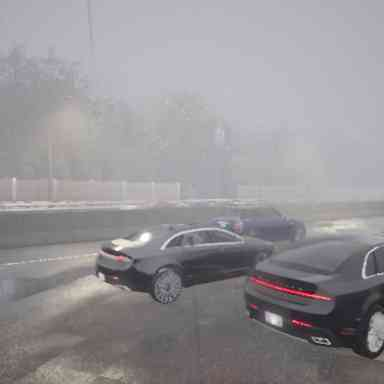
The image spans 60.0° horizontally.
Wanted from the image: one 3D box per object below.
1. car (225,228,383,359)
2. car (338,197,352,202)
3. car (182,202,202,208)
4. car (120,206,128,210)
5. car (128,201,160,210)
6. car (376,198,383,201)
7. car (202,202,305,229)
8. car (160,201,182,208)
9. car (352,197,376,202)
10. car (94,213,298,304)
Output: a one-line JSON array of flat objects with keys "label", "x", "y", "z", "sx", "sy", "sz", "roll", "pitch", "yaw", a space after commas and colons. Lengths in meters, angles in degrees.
[{"label": "car", "x": 3.089, "y": 1.513, "z": 6.046, "sx": 4.892, "sy": 1.490, "sz": 1.837, "roll": 0, "pitch": 0, "yaw": -36}, {"label": "car", "x": 27.901, "y": 1.588, "z": 59.026, "sx": 5.008, "sy": 1.535, "sz": 1.882, "roll": 0, "pitch": 0, "yaw": -36}, {"label": "car", "x": 2.156, "y": 1.602, "z": 27.295, "sx": 5.357, "sy": 1.411, "sz": 2.033, "roll": 0, "pitch": 0, "yaw": -36}, {"label": "car", "x": -5.061, "y": 1.684, "z": 35.024, "sx": 4.718, "sy": 1.301, "sz": 1.895, "roll": 0, "pitch": 0, "yaw": -36}, {"label": "car", "x": -3.347, "y": 1.599, "z": 31.940, "sx": 4.674, "sy": 1.442, "sz": 1.812, "roll": 0, "pitch": 0, "yaw": -36}, {"label": "car", "x": 32.464, "y": 1.586, "z": 53.713, "sx": 4.902, "sy": 1.511, "sz": 2.128, "roll": 0, "pitch": 0, "yaw": -36}, {"label": "car", "x": 2.985, "y": 1.378, "z": 14.646, "sx": 4.553, "sy": 1.767, "sz": 2.097, "roll": 0, "pitch": 0, "yaw": -36}, {"label": "car", "x": 0.114, "y": 1.611, "z": 30.138, "sx": 5.357, "sy": 1.411, "sz": 2.033, "roll": 0, "pitch": 0, "yaw": -36}, {"label": "car", "x": 29.800, "y": 1.596, "z": 56.087, "sx": 4.902, "sy": 1.511, "sz": 2.128, "roll": 0, "pitch": 0, "yaw": -36}, {"label": "car", "x": 0.120, "y": 1.509, "z": 8.212, "sx": 4.902, "sy": 1.511, "sz": 2.128, "roll": 0, "pitch": 0, "yaw": -36}]
